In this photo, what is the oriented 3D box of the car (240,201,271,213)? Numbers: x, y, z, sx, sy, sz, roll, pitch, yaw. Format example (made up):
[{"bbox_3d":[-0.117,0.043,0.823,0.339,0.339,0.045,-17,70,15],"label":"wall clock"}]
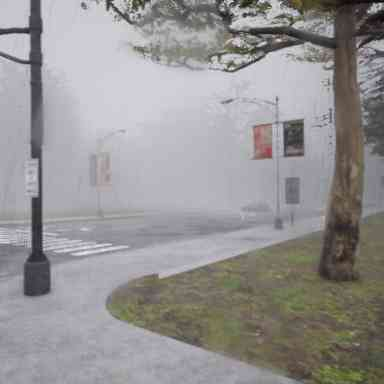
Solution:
[{"bbox_3d":[7.974,1.851,41.251,2.033,1.411,5.357,-1,-1,36],"label":"car"}]
